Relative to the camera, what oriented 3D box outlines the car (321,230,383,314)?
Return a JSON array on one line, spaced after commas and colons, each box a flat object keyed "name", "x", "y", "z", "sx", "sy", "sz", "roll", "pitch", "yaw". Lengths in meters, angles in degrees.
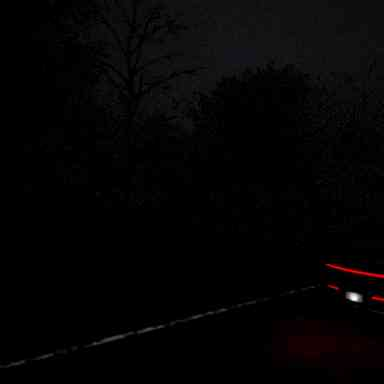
[{"name": "car", "x": 4.760, "y": 1.579, "z": 7.123, "sx": 4.892, "sy": 1.490, "sz": 1.837, "roll": 1, "pitch": 0, "yaw": -35}]
